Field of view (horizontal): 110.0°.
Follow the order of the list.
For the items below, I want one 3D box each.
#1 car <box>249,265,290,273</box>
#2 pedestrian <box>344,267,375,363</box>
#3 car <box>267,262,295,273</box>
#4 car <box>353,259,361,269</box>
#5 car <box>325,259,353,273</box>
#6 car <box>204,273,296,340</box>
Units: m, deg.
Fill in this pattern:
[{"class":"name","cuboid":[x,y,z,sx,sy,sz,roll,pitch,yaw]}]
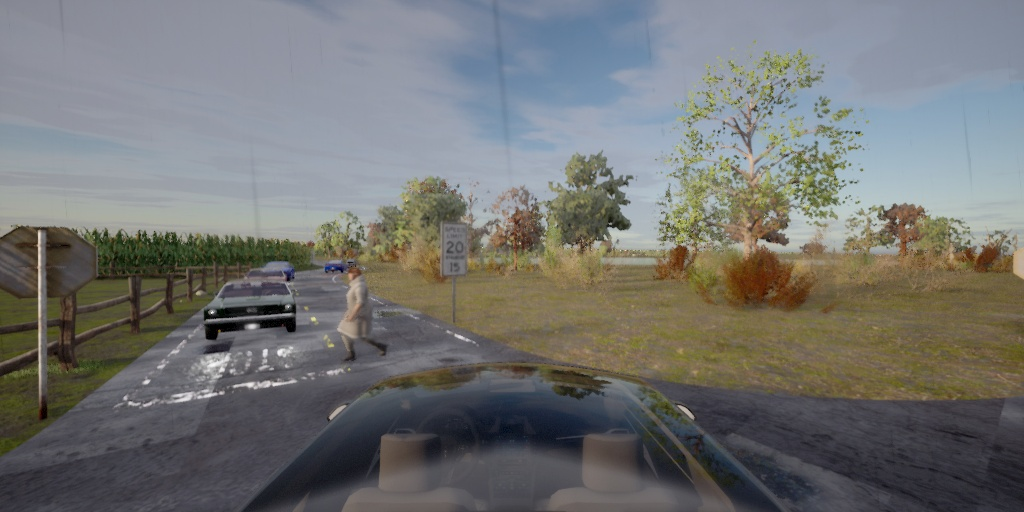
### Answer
[{"class":"car","cuboid":[-12.856,1.332,18.745,1.895,1.301,4.718,0,0,-32]},{"class":"pedestrian","cuboid":[-2.901,1.039,6.809,0.375,1.860,0.375,-1,1,-34]},{"class":"car","cuboid":[-18.517,1.197,28.439,1.882,1.535,5.008,0,0,-26]},{"class":"car","cuboid":[-23.252,1.224,52.064,1.837,1.490,4.892,0,0,-17]},{"class":"car","cuboid":[-20.546,1.200,42.255,1.882,1.535,5.008,0,0,-15]},{"class":"car","cuboid":[-7.288,1.341,10.224,1.895,1.301,4.718,0,0,-33]}]
